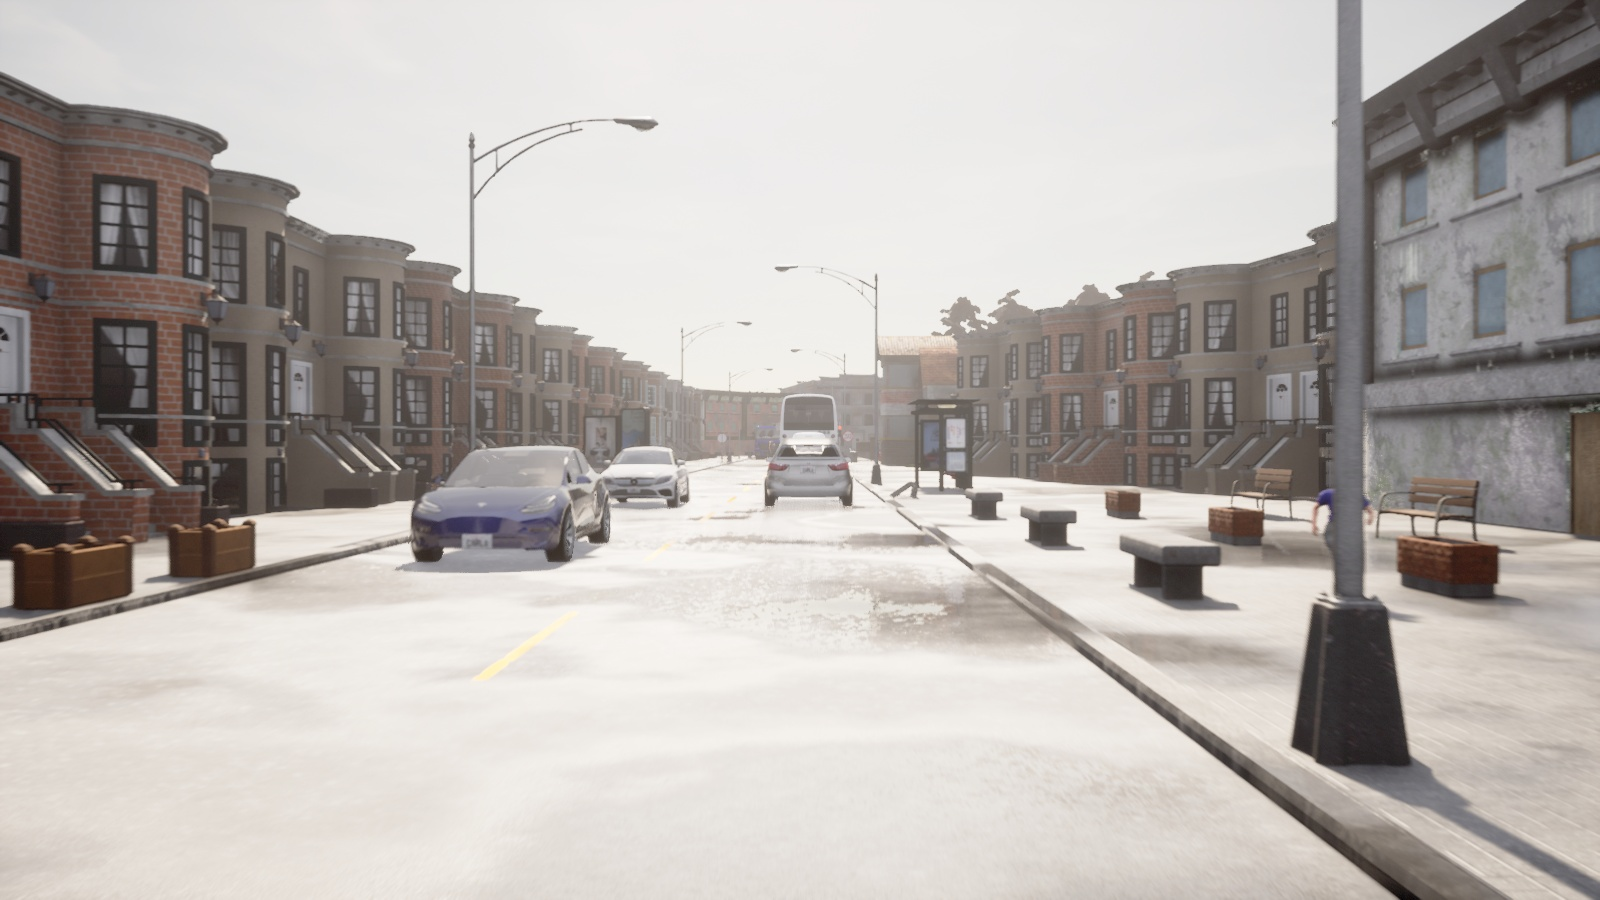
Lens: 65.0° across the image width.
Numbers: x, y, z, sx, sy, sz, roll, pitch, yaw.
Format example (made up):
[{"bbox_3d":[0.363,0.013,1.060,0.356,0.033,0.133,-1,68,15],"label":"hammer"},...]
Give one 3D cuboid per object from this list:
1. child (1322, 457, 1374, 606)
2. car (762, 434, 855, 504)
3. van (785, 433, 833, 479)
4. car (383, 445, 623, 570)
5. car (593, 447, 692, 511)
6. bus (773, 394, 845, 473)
[{"bbox_3d":[4.761,0.698,10.928,0.270,1.263,0.437,0,0,2],"label":"child"},{"bbox_3d":[0.225,0.463,32.359,2.242,1.667,4.611,0,0,0],"label":"car"},{"bbox_3d":[0.409,0.247,57.377,2.069,2.038,4.480,0,0,0],"label":"van"},{"bbox_3d":[-3.883,0.676,17.392,2.163,1.488,4.792,0,0,0],"label":"car"},{"bbox_3d":[-3.785,0.649,30.865,1.812,1.442,4.674,0,0,0],"label":"car"},{"bbox_3d":[0.525,-0.915,73.319,3.944,4.253,10.273,0,0,0],"label":"bus"}]
